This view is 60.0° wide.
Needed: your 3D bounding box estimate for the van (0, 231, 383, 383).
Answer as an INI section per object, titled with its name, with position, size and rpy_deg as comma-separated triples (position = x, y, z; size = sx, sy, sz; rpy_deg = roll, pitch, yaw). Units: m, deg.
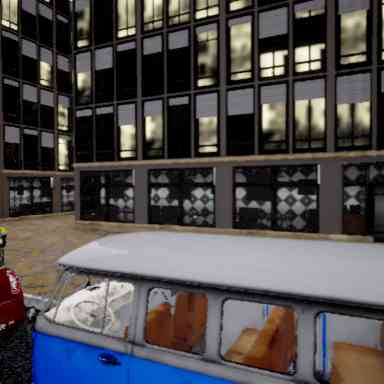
[van]
position = 0.590, 1.276, 2.527
size = 3.998, 1.788, 1.690
rpy_deg = 0, 2, 25
